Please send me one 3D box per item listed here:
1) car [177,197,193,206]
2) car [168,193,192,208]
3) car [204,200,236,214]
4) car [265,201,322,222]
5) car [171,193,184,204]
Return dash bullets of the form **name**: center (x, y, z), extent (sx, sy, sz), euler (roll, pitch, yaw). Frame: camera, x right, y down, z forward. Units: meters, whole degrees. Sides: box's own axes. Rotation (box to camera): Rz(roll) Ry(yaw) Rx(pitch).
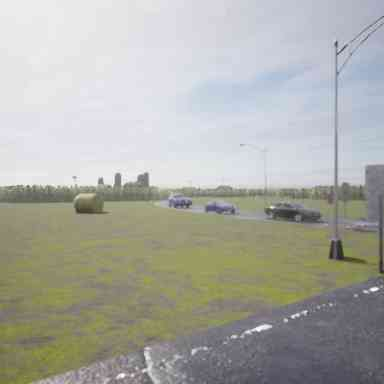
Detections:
- **car**: center (-1.222, 1.551, 56.829), extent (1.812, 1.442, 4.674), euler (-1, 0, -12)
- **car**: center (-1.946, 1.268, 48.577), extent (2.150, 2.045, 5.566), euler (-1, 0, -17)
- **car**: center (2.896, 1.559, 35.945), extent (1.812, 1.442, 4.674), euler (-1, 0, -24)
- **car**: center (7.912, 1.515, 26.424), extent (1.837, 1.490, 4.892), euler (-1, 0, -31)
- **car**: center (-2.998, 1.258, 67.002), extent (2.150, 2.045, 5.566), euler (-1, 0, -6)
